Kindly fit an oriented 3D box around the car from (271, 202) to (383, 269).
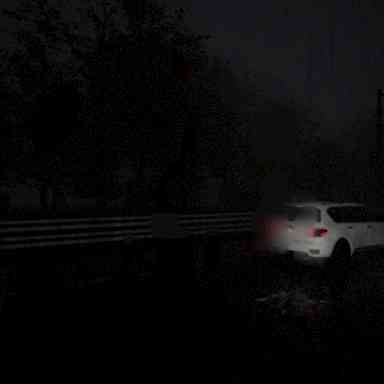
[{"bbox_3d":[5.246,1.365,11.892,5.566,2.045,2.150,0,0,-35],"label":"car"}]
